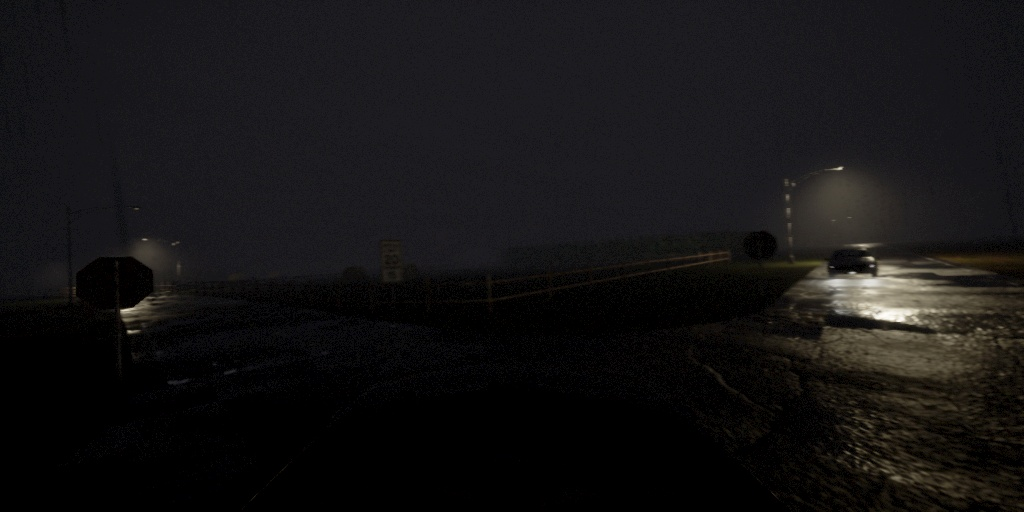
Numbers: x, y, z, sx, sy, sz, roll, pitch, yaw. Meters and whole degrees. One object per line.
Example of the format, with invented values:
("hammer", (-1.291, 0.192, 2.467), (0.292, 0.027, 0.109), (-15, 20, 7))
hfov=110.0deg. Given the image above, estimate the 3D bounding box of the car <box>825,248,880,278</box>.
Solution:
("car", (17.818, 0.310, 18.807), (2.033, 1.411, 5.357), (-4, 0, 44))
